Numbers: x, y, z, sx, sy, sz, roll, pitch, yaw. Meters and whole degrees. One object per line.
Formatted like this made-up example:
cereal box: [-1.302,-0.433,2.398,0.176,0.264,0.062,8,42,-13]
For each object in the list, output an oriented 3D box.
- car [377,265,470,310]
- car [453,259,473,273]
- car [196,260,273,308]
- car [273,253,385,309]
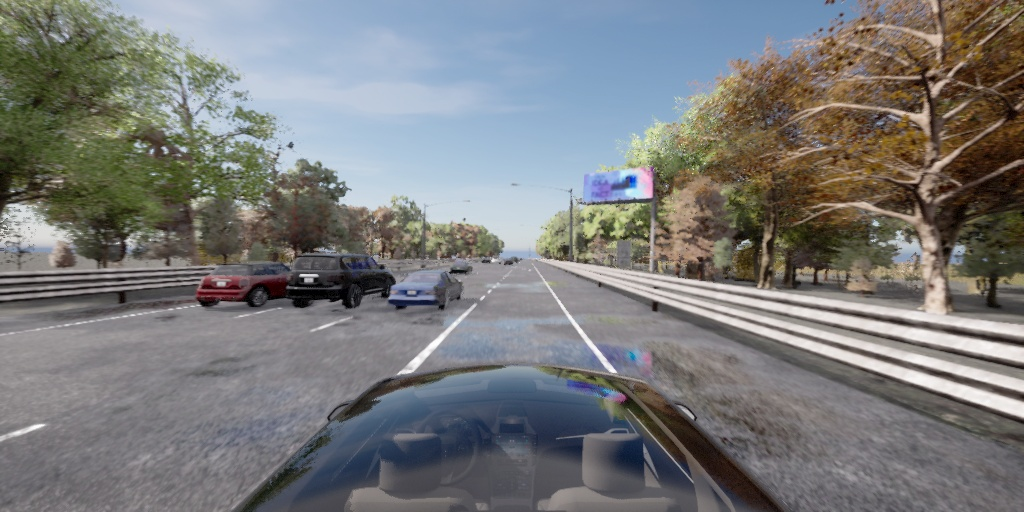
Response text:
car: [-3.241,1.269,14.478,2.033,1.411,5.357,0,0,2]
car: [-5.662,1.258,40.367,1.994,1.385,4.181,0,0,2]
car: [-10.233,1.015,14.853,2.097,1.767,4.553,0,0,2]
car: [-6.733,0.914,14.756,2.150,2.045,5.566,0,0,2]
